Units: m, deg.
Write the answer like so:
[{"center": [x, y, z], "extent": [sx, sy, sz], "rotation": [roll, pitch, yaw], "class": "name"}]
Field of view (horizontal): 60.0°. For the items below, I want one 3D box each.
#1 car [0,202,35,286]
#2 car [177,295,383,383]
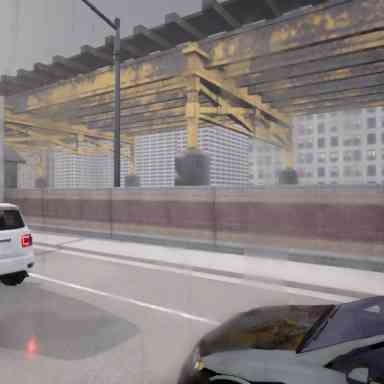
[{"center": [-6.186, 1.246, 8.314], "extent": [5.566, 2.045, 2.150], "rotation": [0, 0, 36], "class": "car"}, {"center": [1.913, 1.576, 2.637], "extent": [4.181, 1.385, 1.994], "rotation": [0, 0, 35], "class": "car"}]
